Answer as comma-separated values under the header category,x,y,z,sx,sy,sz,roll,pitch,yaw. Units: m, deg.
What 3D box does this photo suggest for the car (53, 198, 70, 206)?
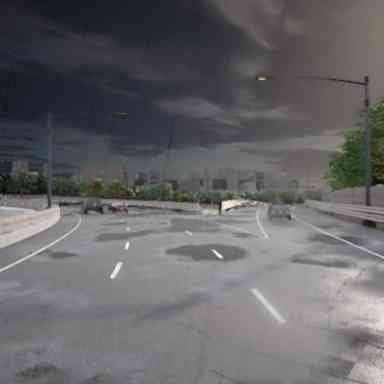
category,x,y,z,sx,sy,sz,roll,pitch,yaw
car,-28.805,2.184,71.752,4.553,1.767,2.097,-1,-1,44

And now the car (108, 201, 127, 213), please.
category,x,y,z,sx,sy,sz,roll,pitch,yaw
car,-9.772,1.973,43.676,1.812,1.442,4.674,0,-1,-25

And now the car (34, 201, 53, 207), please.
category,x,y,z,sx,sy,sz,roll,pitch,yaw
car,-31.393,2.422,69.389,4.718,1.301,1.895,-1,-1,44

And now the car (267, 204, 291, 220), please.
category,x,y,z,sx,sy,sz,roll,pitch,yaw
car,7.829,1.749,30.122,2.033,1.411,5.357,-1,0,10

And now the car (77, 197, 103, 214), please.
category,x,y,z,sx,sy,sz,roll,pitch,yaw
car,-12.574,1.672,41.587,2.150,2.045,5.566,0,-1,-25

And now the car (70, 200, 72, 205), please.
category,x,y,z,sx,sy,sz,roll,pitch,yaw
car,-29.887,2.272,77.845,4.181,1.385,1.994,-1,-1,42
